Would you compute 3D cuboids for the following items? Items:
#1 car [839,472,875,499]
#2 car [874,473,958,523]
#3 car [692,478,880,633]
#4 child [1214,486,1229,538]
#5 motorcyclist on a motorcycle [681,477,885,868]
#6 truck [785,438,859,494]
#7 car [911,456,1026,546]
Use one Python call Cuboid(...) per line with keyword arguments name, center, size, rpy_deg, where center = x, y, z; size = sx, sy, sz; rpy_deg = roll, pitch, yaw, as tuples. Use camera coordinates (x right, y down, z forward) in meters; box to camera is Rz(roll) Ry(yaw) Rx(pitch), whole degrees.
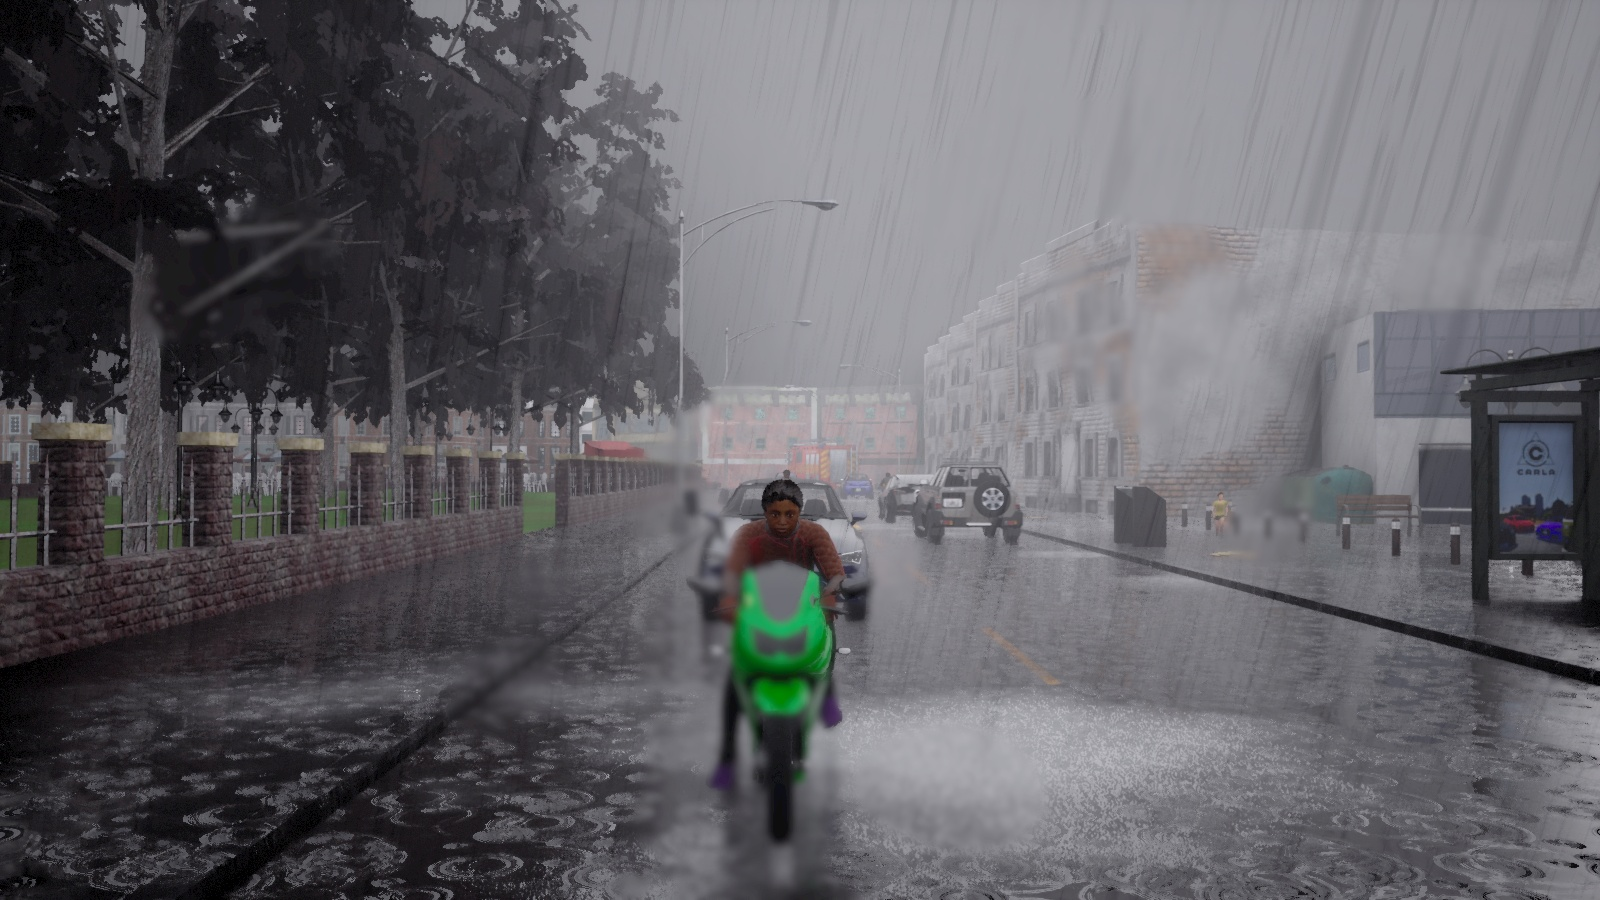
Cuboid(name="car", center=(3.237, 2.016, 71.703), size=(1.816, 1.474, 4.193), rpy_deg=(0, -1, -1))
Cuboid(name="car", center=(3.590, 1.467, 39.805), size=(2.163, 1.488, 4.792), rpy_deg=(0, -1, -1))
Cuboid(name="car", center=(-0.158, 1.068, 14.272), size=(1.816, 1.474, 4.193), rpy_deg=(0, -1, -1))
Cuboid(name="child", center=(9.003, 1.317, 26.808), size=(0.255, 1.110, 0.394), rpy_deg=(0, -1, 14))
Cuboid(name="motorcyclist on a motorcycle", center=(-0.078, 0.897, 5.979), size=(0.797, 1.523, 2.044), rpy_deg=(0, -1, -1))
Cuboid(name="truck", center=(1.462, 1.142, 89.498), size=(2.891, 3.827, 8.468), rpy_deg=(0, -1, -16))
Cuboid(name="car", center=(3.704, 1.091, 28.346), size=(1.932, 1.855, 4.605), rpy_deg=(0, -1, -1))
